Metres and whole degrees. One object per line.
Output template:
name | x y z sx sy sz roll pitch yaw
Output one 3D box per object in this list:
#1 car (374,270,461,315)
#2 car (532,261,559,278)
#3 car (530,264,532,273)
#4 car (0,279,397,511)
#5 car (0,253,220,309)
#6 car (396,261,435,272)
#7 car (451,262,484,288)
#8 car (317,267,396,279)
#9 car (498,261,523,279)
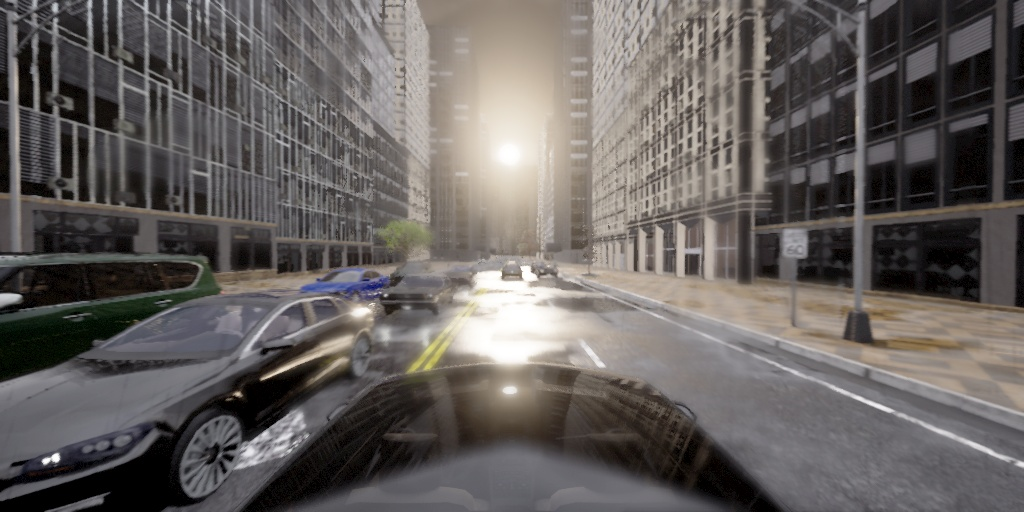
car | -3.346 1.366 13.726 1.895 1.301 4.718 0 0 0
car | 3.261 1.397 33.904 1.895 1.301 4.718 0 0 0
car | 3.267 1.356 44.760 2.033 1.411 5.357 0 0 1
car | -3.346 1.242 4.445 2.128 1.511 4.902 0 0 0
car | -6.588 0.971 4.678 2.150 2.045 5.566 0 0 0
car | -6.583 1.132 24.311 2.097 1.767 4.553 0 0 0
car | -3.336 1.329 24.430 2.033 1.411 5.357 0 0 0
car | -6.594 1.243 14.643 1.882 1.535 5.008 0 0 0
car | 0.011 1.359 33.909 1.994 1.385 4.181 0 0 0
